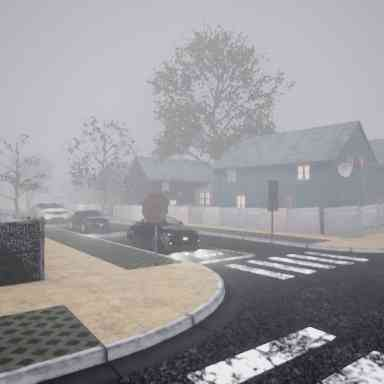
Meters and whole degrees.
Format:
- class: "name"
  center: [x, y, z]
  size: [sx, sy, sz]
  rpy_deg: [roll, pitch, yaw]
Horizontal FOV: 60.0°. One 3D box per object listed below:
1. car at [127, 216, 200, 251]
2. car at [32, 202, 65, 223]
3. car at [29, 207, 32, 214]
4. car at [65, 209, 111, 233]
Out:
- class: "car"
  center: [-1.442, 1.850, 15.682]
  size: [1.994, 1.385, 4.181]
  rpy_deg: [1, -2, -36]
- class: "car"
  center: [-14.445, 2.055, 34.022]
  size: [2.150, 2.045, 5.566]
  rpy_deg: [1, -2, -35]
- class: "car"
  center: [-24.749, 2.748, 53.599]
  size: [2.097, 1.767, 4.553]
  rpy_deg: [1, -2, -37]
- class: "car"
  center: [-7.442, 2.042, 24.142]
  size: [1.837, 1.490, 4.892]
  rpy_deg: [1, -2, -35]
